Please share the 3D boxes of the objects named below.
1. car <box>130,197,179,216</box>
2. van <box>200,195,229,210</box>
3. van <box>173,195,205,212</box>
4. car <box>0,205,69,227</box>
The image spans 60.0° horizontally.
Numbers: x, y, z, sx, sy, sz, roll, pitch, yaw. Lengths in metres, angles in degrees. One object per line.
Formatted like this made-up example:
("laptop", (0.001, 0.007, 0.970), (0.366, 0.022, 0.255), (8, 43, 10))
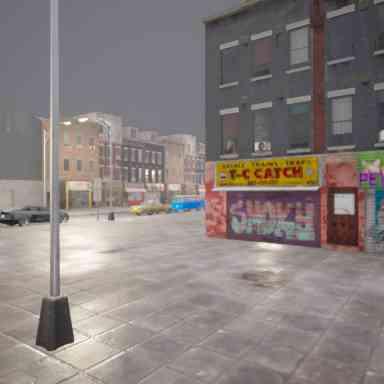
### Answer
("car", (-3.666, 1.448, 31.476), (1.752, 1.417, 4.829), (0, 0, 36))
("van", (2.826, 1.234, 40.540), (1.690, 1.788, 3.998), (0, 0, 36))
("van", (-0.470, 1.249, 35.939), (1.690, 1.788, 3.998), (0, 0, 36))
("car", (-10.357, 1.521, 22.134), (1.947, 1.339, 4.313), (0, 0, 36))
